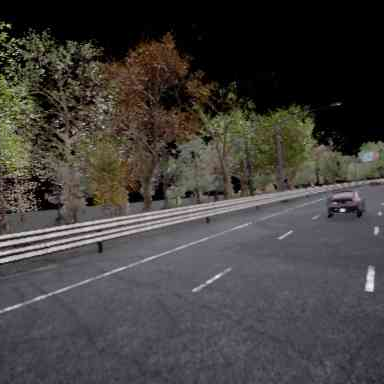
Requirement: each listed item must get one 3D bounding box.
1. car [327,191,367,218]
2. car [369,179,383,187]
[{"bbox_3d":[9.681,0.689,20.813,1.837,1.490,4.892,-5,0,31],"label":"car"},{"bbox_3d":[43.198,-2.117,78.648,1.882,1.535,5.008,-5,0,36],"label":"car"}]
